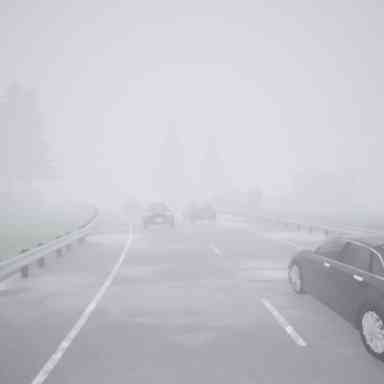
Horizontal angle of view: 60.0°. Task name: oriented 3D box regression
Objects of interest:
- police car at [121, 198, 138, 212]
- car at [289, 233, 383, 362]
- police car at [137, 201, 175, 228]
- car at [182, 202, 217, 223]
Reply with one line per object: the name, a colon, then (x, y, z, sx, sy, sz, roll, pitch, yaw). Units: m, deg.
police car: (-7.474, 1.512, 40.415, 1.930, 1.638, 5.238, 0, 0, -20)
car: (3.270, 1.503, 5.913, 1.837, 1.490, 4.892, 0, 0, -3)
police car: (-2.421, 1.548, 22.657, 2.038, 1.542, 4.974, 0, 0, -11)
car: (0.492, 1.529, 25.750, 2.128, 1.511, 4.902, 0, 0, -12)
